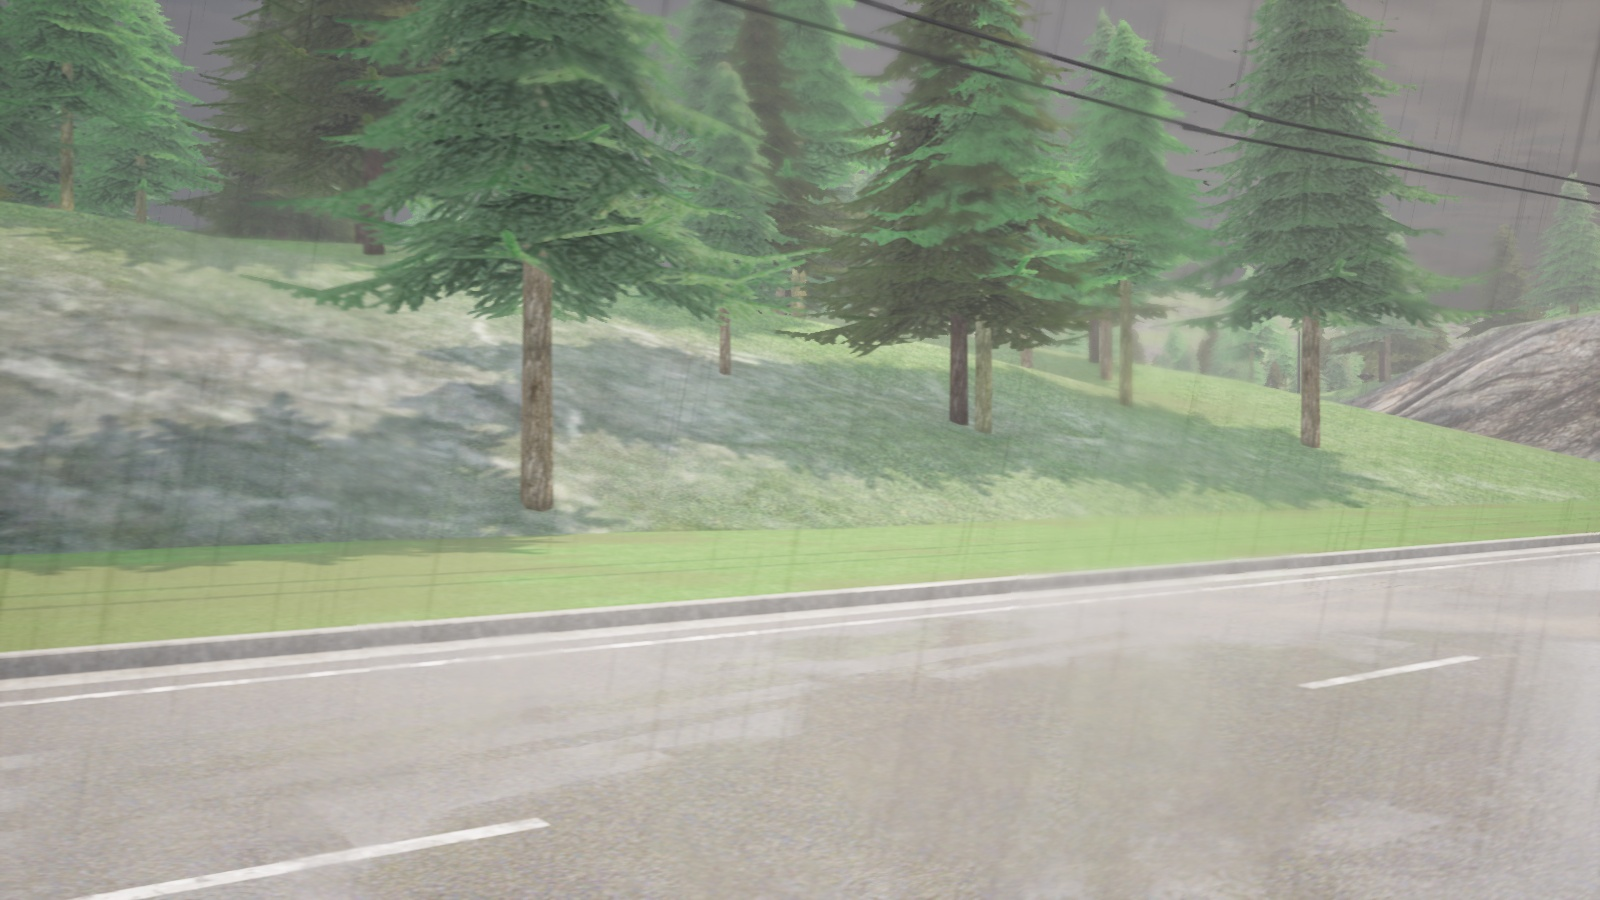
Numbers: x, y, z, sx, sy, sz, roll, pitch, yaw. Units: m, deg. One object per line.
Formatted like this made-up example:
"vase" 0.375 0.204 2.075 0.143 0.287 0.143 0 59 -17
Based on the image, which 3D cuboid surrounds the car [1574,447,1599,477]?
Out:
"car" 48.432 0.682 74.071 2.097 1.767 4.553 0 0 -16
